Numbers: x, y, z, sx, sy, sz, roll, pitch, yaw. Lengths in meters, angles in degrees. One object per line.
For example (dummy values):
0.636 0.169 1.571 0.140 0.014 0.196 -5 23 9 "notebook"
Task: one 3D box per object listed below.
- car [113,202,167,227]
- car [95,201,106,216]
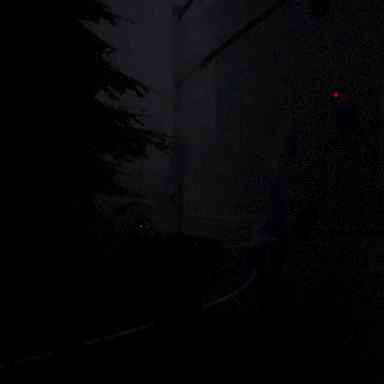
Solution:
-3.502 1.444 21.758 1.882 1.535 5.008 0 0 -36 "car"
-9.358 1.445 29.777 1.882 1.535 5.008 0 0 -36 "car"
